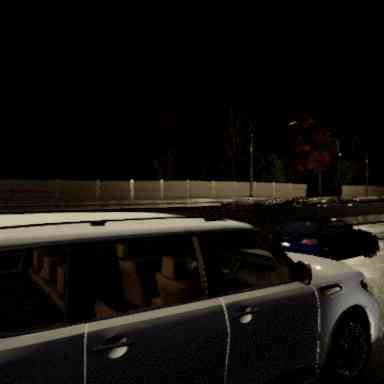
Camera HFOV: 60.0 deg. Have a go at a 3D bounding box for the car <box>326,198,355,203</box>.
[{"bbox_3d":[13.363,1.321,30.703,4.553,1.767,2.097,0,0,-35],"label":"car"}]

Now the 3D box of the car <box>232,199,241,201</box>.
[{"bbox_3d":[5.504,1.519,38.000,5.357,1.411,2.033,0,0,-35],"label":"car"}]

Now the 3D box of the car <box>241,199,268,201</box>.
[{"bbox_3d":[8.074,1.462,35.529,4.902,1.511,2.128,0,0,-35],"label":"car"}]

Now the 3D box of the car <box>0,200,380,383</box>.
[{"bbox_3d":[-0.248,1.219,3.563,5.566,2.045,2.150,0,0,-36],"label":"car"}]

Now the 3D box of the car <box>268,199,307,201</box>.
[{"bbox_3d":[9.987,1.476,32.596,4.892,1.490,1.837,0,0,-35],"label":"car"}]
